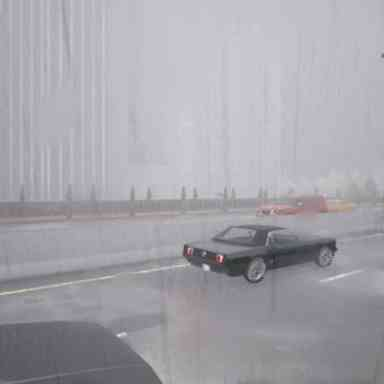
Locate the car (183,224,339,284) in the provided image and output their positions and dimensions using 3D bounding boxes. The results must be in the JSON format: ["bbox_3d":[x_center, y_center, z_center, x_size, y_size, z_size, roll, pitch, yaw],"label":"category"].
[{"bbox_3d":[2.163,1.592,9.591,4.718,1.301,1.895,0,0,-36],"label":"car"}]

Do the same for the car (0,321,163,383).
[{"bbox_3d":[-2.728,1.549,1.801,5.357,1.411,2.033,0,0,-36],"label":"car"}]

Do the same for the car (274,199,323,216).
[{"bbox_3d":[10.577,1.468,33.036,4.902,1.511,2.128,0,0,-35],"label":"car"}]

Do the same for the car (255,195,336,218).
[{"bbox_3d":[6.625,1.203,21.621,5.566,2.045,2.150,0,0,-35],"label":"car"}]

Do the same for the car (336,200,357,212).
[{"bbox_3d":[13.127,1.455,30.556,5.008,1.535,1.882,0,0,-35],"label":"car"}]
